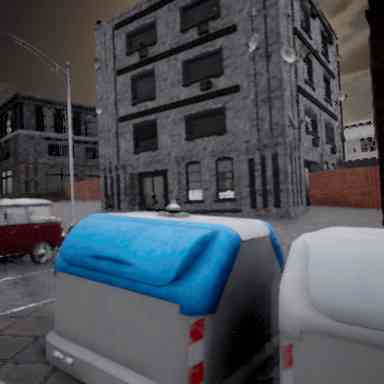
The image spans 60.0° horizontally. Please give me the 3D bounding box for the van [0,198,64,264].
[{"bbox_3d":[-5.811,1.195,9.583,1.878,1.987,4.442,0,0,35],"label":"van"}]
